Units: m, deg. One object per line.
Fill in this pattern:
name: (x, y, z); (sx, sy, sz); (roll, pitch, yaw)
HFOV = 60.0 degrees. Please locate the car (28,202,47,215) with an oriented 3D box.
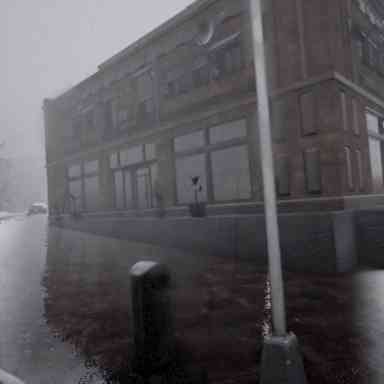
car: (-18.251, 1.924, 39.409); (1.812, 1.442, 4.674); (-2, 0, -20)
